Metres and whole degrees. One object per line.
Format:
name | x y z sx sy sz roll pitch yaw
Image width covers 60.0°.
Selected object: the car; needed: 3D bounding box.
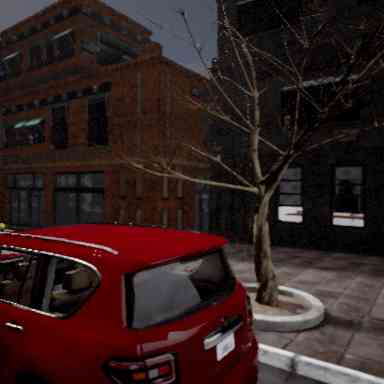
car | -1.675 1.315 4.046 5.009 1.841 2.192 0 1 36
